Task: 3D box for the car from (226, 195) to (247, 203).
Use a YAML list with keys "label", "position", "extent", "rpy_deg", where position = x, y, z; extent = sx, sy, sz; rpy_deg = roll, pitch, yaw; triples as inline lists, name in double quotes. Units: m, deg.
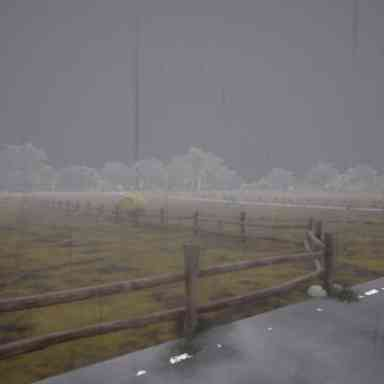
- label: "car"
  position: [8.675, 1.278, 65.634]
  extent: [2.128, 1.511, 4.902]
  rpy_deg: [2, 0, -35]
